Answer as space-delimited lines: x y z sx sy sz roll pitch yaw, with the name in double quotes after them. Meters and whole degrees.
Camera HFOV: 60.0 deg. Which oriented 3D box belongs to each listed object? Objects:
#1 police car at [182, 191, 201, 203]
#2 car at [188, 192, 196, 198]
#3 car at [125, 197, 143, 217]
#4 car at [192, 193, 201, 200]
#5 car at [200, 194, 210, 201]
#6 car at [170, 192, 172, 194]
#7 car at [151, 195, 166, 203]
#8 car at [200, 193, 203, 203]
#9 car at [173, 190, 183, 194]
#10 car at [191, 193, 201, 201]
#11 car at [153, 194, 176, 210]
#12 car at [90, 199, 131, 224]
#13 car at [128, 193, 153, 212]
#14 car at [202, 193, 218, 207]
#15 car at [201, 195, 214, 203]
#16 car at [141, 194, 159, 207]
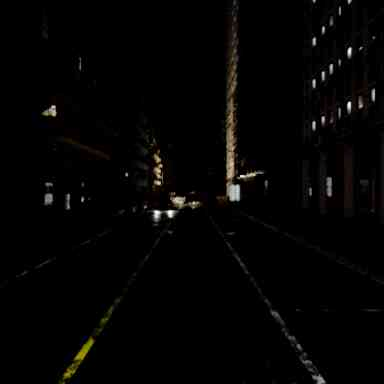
0.246 1.038 56.271 1.930 1.638 5.238 0 0 -18 "police car"
-0.003 0.848 91.973 2.128 1.511 4.902 0 0 0 "car"
-5.692 1.380 28.531 1.802 1.307 4.206 0 0 0 "car"
0.898 1.038 72.283 1.812 1.442 4.674 0 0 0 "car"
2.688 1.104 68.071 1.947 1.339 4.313 0 0 0 "car"
-5.694 1.104 68.070 1.947 1.339 4.313 0 0 0 "car"
-5.693 1.161 56.773 2.008 1.369 4.403 0 0 0 "car"
2.688 1.087 51.124 1.967 1.590 4.097 0 0 0 "car"
-3.003 0.303 80.157 2.150 2.045 5.566 0 0 0 "car"
0.779 1.054 66.303 1.837 1.490 4.892 0 0 1 "car"
-3.096 1.263 37.511 1.812 1.442 4.674 0 0 0 "car"
-5.692 1.418 22.883 1.802 1.307 4.206 0 0 0 "car"
-5.693 1.075 34.178 2.192 1.841 5.009 0 0 0 "car"
2.688 1.209 45.647 1.752 1.417 4.829 0 0 0 "car"
2.687 1.161 56.774 2.008 1.369 4.403 0 0 0 "car"
-5.692 1.125 45.476 1.967 1.590 4.097 0 0 0 "car"
